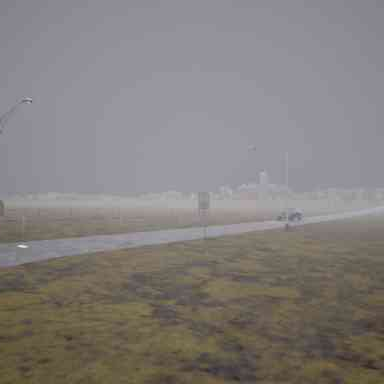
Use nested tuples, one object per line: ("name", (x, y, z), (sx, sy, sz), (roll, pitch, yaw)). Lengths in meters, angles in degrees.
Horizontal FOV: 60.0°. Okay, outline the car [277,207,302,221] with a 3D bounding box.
("car", (14.588, 3.232, 49.529), (2.150, 2.045, 5.566), (-2, -3, 35))
